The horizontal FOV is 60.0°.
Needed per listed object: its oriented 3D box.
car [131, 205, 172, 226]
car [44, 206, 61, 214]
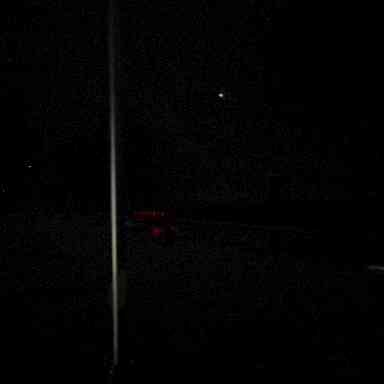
[{"bbox_3d":[-3.692,1.923,29.429,2.097,1.767,4.553,-1,-1,-36],"label":"car"},{"bbox_3d":[-24.515,3.106,58.470,1.994,1.385,4.181,-1,-1,-37],"label":"car"}]
